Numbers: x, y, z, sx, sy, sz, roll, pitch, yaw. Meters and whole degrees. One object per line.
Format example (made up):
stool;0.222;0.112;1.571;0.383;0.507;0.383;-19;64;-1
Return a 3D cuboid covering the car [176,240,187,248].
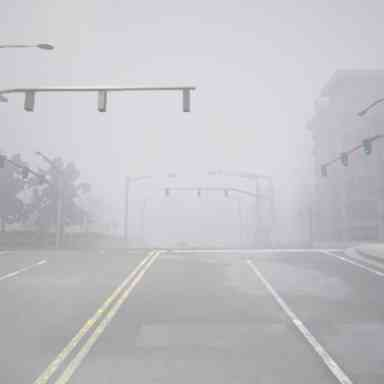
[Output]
car;-2.122;10.736;68.722;1.882;1.535;5.008;0;-9;1
